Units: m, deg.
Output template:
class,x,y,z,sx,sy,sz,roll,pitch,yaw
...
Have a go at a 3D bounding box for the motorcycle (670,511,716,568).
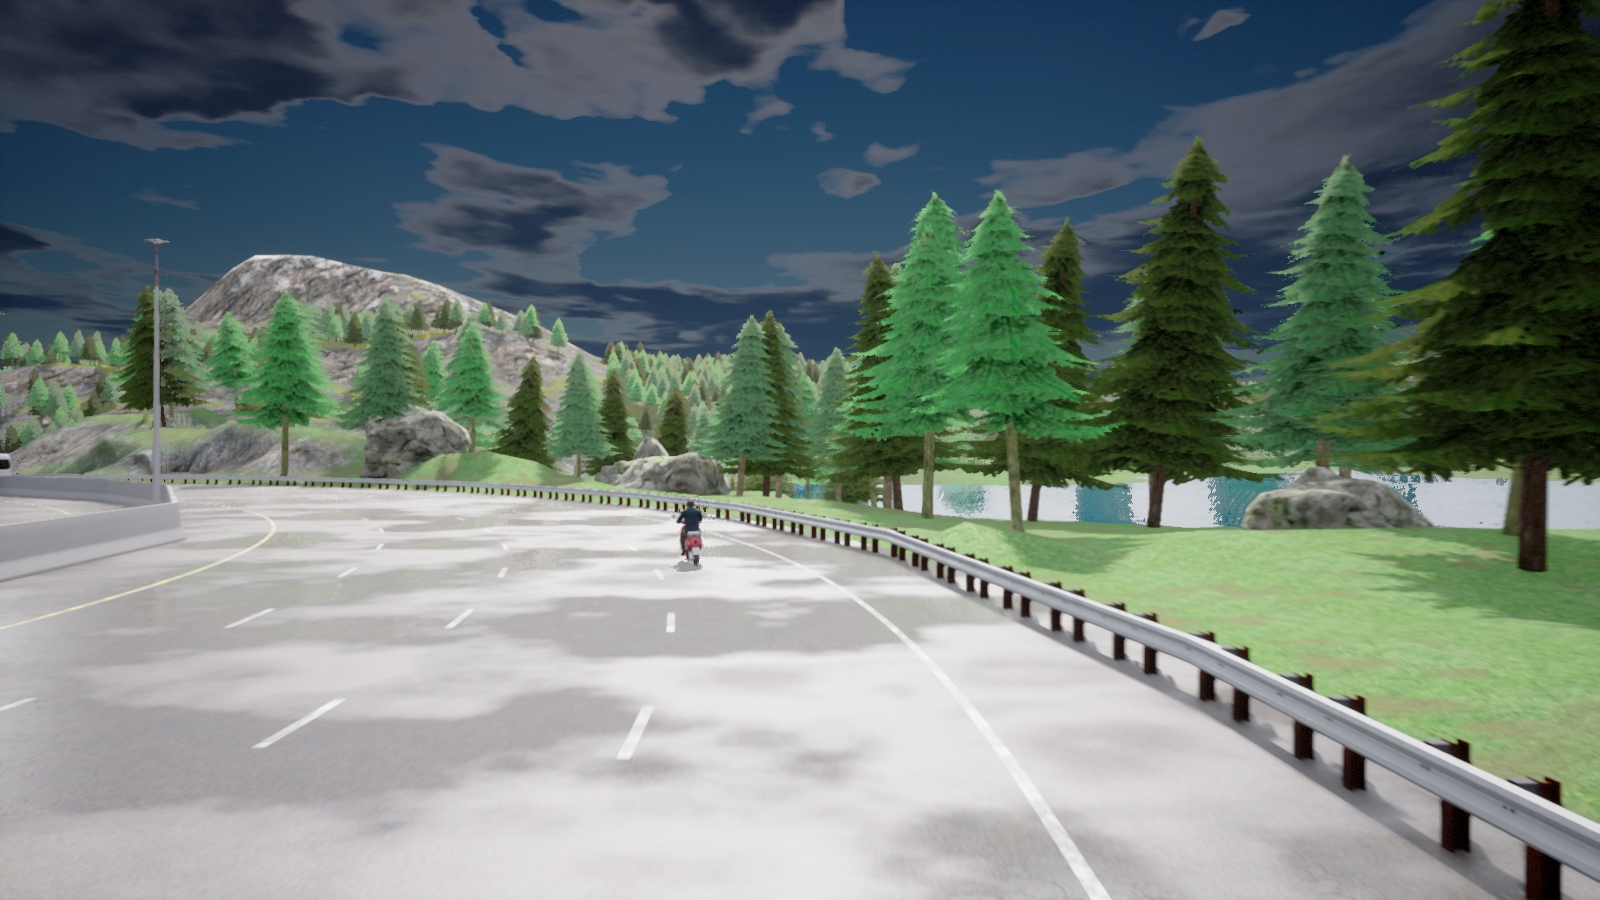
class,x,y,z,sx,sy,sz,roll,pitch,yaw
motorcycle,-2.672,2.199,28.288,0.856,1.236,1.805,-2,0,-13
